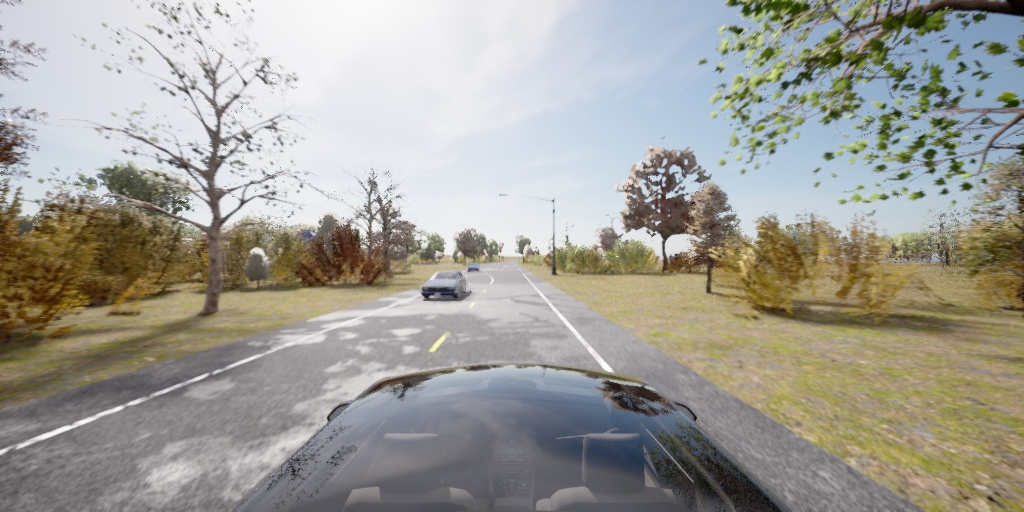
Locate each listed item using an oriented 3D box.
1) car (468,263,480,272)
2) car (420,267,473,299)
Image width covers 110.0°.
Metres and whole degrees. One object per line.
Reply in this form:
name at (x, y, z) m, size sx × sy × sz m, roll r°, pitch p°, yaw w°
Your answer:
car at (-6.521, 1.941, 61.448) m, size 1.882 × 1.535 × 5.008 m, roll 0°, pitch -1°, yaw -5°
car at (-3.632, 1.533, 20.165) m, size 2.033 × 1.411 × 5.357 m, roll 0°, pitch -1°, yaw 0°
